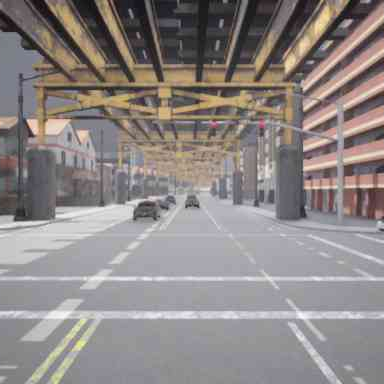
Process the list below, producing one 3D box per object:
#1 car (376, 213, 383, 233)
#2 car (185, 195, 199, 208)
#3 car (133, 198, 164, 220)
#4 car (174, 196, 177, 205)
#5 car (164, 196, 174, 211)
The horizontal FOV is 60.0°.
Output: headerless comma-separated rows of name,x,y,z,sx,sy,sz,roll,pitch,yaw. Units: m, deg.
car,11.216,1.203,14.587,5.566,2.045,2.150,0,0,-1
car,0.023,1.526,46.459,1.895,1.301,4.718,0,0,0
car,-3.642,1.467,27.343,1.837,1.490,4.892,0,0,0
car,-3.648,1.376,56.009,1.837,1.490,4.892,0,0,0
car,-3.661,1.490,40.461,2.033,1.411,5.357,0,0,0
